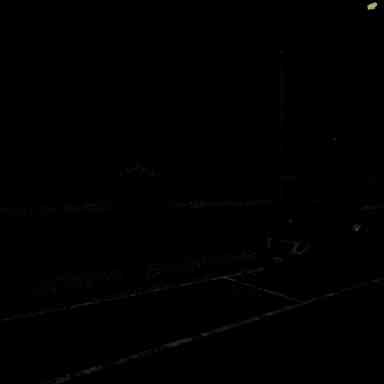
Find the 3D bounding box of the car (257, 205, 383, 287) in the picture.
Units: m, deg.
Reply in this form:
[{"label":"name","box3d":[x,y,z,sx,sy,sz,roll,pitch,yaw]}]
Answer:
[{"label":"car","box3d":[4.124,1.313,9.478,5.009,1.841,2.192,0,0,-36]}]
